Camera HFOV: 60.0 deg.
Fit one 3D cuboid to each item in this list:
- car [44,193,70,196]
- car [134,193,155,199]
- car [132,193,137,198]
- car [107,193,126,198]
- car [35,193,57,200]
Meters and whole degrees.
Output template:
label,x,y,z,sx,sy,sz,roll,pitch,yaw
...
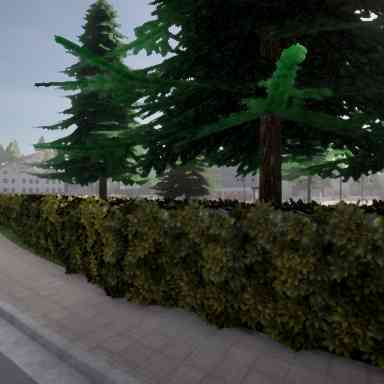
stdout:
label,x,y,z,sx,sy,sz,roll,pitch,yaw
car,-29.650,1.297,72.179,4.514,1.523,2.007,0,0,-36
car,-7.941,1.384,60.690,3.806,1.475,1.970,0,0,-36
car,-10.889,1.097,77.775,4.605,1.855,1.932,0,0,-36
car,-20.372,1.153,90.295,5.027,1.636,2.152,0,0,-36
car,-36.329,1.096,82.718,4.605,1.855,1.932,0,0,-36
